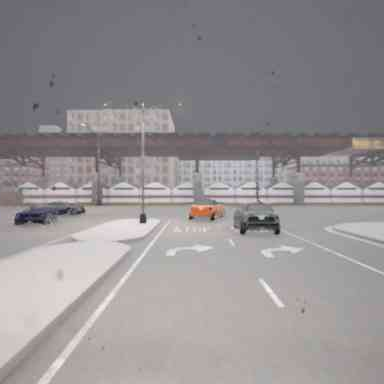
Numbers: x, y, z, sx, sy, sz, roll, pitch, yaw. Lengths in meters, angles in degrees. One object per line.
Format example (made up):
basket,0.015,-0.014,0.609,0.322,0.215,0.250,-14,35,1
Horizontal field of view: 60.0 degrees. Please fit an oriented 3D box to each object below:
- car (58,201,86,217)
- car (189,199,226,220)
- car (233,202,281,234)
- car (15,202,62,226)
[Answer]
car,-12.240,1.569,31.393,4.181,1.385,1.994,0,0,0
car,1.402,1.355,28.096,2.097,1.767,4.553,0,0,19
car,3.608,1.355,19.217,2.097,1.767,4.553,0,0,1
car,-10.792,1.604,23.493,1.895,1.301,4.718,0,0,-11
